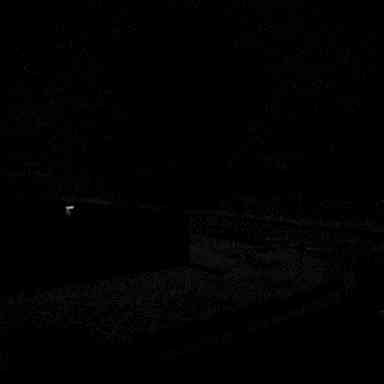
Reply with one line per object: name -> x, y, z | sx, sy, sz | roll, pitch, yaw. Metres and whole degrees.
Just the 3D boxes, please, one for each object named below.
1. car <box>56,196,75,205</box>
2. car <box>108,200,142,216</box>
car -> -17.979, 1.275, 47.148 | 1.895, 1.301, 4.718 | -1, 1, -31
car -> -5.920, 1.375, 29.375 | 1.994, 1.385, 4.181 | -1, 1, -35
